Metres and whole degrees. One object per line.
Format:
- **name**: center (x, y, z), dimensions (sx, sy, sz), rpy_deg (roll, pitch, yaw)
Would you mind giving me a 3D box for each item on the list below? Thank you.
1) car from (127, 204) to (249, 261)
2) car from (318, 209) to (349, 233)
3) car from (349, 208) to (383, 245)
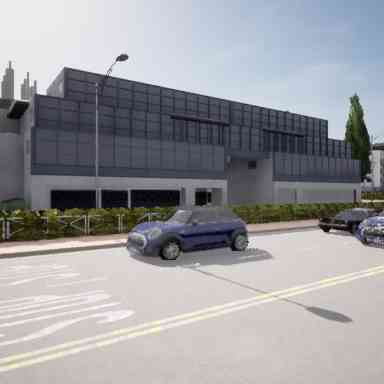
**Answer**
- **car**: center (-0.085, 1.352, 12.371), dimensions (4.553, 1.767, 2.097), rpy_deg (0, 0, -34)
- **car**: center (9.164, 1.601, 18.611), dimensions (4.718, 1.301, 1.895), rpy_deg (0, 0, -34)
- **car**: center (9.198, 1.351, 14.387), dimensions (4.553, 1.767, 2.097), rpy_deg (0, 0, -34)
